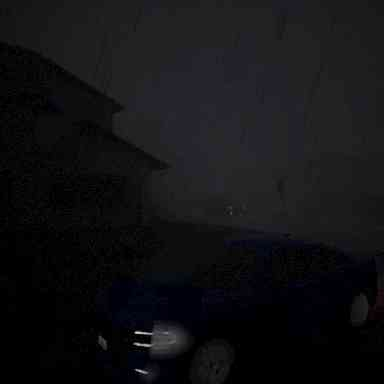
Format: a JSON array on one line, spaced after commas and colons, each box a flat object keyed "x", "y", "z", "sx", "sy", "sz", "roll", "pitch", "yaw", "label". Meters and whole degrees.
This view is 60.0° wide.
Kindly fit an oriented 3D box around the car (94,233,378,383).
[{"x": 1.000, "y": 1.477, "z": 5.313, "sx": 5.008, "sy": 1.535, "sz": 1.882, "roll": 0, "pitch": 0, "yaw": -35, "label": "car"}]

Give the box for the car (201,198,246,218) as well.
[{"x": 2.796, "y": 1.352, "z": 30.209, "sx": 2.097, "sy": 1.767, "sz": 4.553, "roll": 0, "pitch": 0, "yaw": -36, "label": "car"}]

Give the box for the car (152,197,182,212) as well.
[{"x": -3.047, "y": 1.352, "z": 38.484, "sx": 2.097, "sy": 1.767, "sz": 4.553, "roll": 0, "pitch": 0, "yaw": -35, "label": "car"}]
